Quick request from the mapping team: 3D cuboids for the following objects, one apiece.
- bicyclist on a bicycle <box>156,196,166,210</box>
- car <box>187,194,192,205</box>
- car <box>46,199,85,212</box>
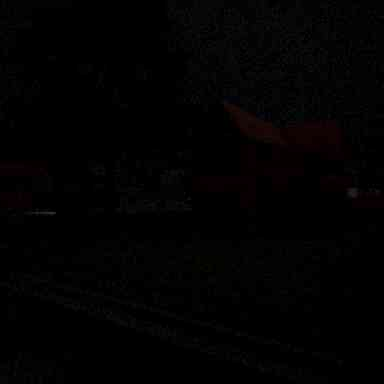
[{"bbox_3d":[-3.733,1.335,40.266,1.656,1.620,0.582,0,0,34],"label":"bicyclist on a bicycle"},{"bbox_3d":[0.703,1.366,60.543,2.150,2.045,5.566,0,0,14],"label":"car"},{"bbox_3d":[-15.666,1.659,41.298,1.837,1.490,4.892,0,0,34],"label":"car"}]
